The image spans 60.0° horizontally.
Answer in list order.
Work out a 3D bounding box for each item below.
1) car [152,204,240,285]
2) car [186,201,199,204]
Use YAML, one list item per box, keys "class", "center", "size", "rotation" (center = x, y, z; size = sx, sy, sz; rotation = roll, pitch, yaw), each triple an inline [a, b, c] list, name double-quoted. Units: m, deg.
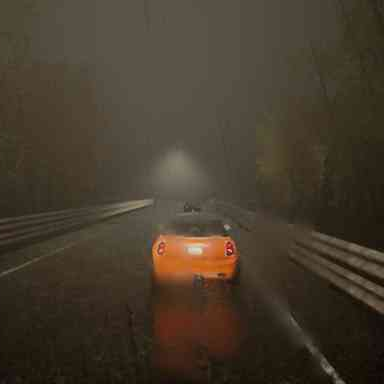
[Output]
- class: "car"
  center: [0.086, 1.387, 9.744]
  size: [2.097, 1.767, 4.553]
  rotation: [0, 0, 0]
- class: "car"
  center: [0.073, 1.738, 38.490]
  size: [1.895, 1.301, 4.718]
  rotation: [0, 0, 0]
